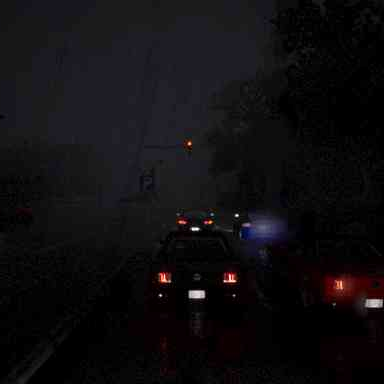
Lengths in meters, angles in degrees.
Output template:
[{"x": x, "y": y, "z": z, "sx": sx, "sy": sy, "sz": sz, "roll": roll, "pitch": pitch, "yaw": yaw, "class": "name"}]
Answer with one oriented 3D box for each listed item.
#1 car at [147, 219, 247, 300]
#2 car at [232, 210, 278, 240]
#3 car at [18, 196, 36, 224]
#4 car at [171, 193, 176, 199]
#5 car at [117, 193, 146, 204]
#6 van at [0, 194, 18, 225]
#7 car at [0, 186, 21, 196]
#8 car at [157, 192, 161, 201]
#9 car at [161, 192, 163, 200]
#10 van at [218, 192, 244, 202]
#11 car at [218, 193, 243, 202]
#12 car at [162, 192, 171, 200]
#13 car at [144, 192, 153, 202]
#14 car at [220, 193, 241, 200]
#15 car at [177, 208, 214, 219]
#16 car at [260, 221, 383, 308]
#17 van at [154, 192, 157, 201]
[{"x": 0.111, "y": 1.612, "z": 8.378, "sx": 1.895, "sy": 1.301, "sz": 4.718, "roll": 0, "pitch": 0, "yaw": 0, "class": "car"}, {"x": 3.165, "y": 1.587, "z": 16.635, "sx": 1.994, "sy": 1.385, "sz": 4.181, "roll": 0, "pitch": 0, "yaw": 1, "class": "car"}, {"x": -13.625, "y": 1.402, "z": 23.579, "sx": 4.553, "sy": 1.767, "sz": 2.185, "roll": -1, "pitch": 0, "yaw": -19, "class": "car"}, {"x": -7.993, "y": 1.062, "z": 88.325, "sx": 5.566, "sy": 2.045, "sz": 2.435, "roll": -1, "pitch": 0, "yaw": -12, "class": "car"}, {"x": -11.438, "y": 1.356, "z": 61.385, "sx": 4.792, "sy": 1.488, "sz": 2.163, "roll": -1, "pitch": 0, "yaw": -15, "class": "car"}, {"x": -13.600, "y": 1.296, "z": 20.601, "sx": 4.442, "sy": 1.987, "sz": 1.878, "roll": -1, "pitch": 0, "yaw": -19, "class": "van"}, {"x": -28.159, "y": 0.135, "z": 52.255, "sx": 2.002, "sy": 1.452, "sz": 4.674, "roll": 6, "pitch": -3, "yaw": -19, "class": "car"}, {"x": -10.005, "y": 1.319, "z": 73.340, "sx": 4.892, "sy": 1.521, "sz": 2.231, "roll": -1, "pitch": 0, "yaw": -14, "class": "car"}, {"x": -9.632, "y": 1.357, "z": 76.335, "sx": 4.674, "sy": 1.452, "sz": 2.002, "roll": -1, "pitch": 0, "yaw": -13, "class": "car"}, {"x": 7.290, "y": 1.040, "z": 63.977, "sx": 4.442, "sy": 1.987, "sz": 1.878, "roll": 1, "pitch": 0, "yaw": -14, "class": "van"}, {"x": 7.674, "y": 1.139, "z": 66.947, "sx": 4.553, "sy": 1.767, "sz": 2.185, "roll": 1, "pitch": 0, "yaw": -14, "class": "car"}, {"x": -8.444, "y": 1.354, "z": 85.319, "sx": 4.674, "sy": 1.452, "sz": 2.002, "roll": -1, "pitch": 0, "yaw": -12, "class": "car"}, {"x": -10.793, "y": 1.313, "z": 64.377, "sx": 5.366, "sy": 1.575, "sz": 1.946, "roll": -1, "pitch": 0, "yaw": -15, "class": "car"}, {"x": 9.467, "y": 1.126, "z": 81.646, "sx": 4.553, "sy": 1.767, "sz": 2.185, "roll": 1, "pitch": 0, "yaw": -12, "class": "car"}, {"x": 0.173, "y": 1.551, "z": 17.480, "sx": 1.812, "sy": 1.442, "sz": 4.674, "roll": 0, "pitch": 0, "yaw": 1, "class": "car"}, {"x": 3.121, "y": 1.611, "z": 7.887, "sx": 1.895, "sy": 1.301, "sz": 4.718, "roll": 0, "pitch": 0, "yaw": 0, "class": "car"}, {"x": -10.233, "y": 1.090, "z": 70.369, "sx": 4.442, "sy": 1.987, "sz": 1.878, "roll": -1, "pitch": 0, "yaw": -14, "class": "van"}]
